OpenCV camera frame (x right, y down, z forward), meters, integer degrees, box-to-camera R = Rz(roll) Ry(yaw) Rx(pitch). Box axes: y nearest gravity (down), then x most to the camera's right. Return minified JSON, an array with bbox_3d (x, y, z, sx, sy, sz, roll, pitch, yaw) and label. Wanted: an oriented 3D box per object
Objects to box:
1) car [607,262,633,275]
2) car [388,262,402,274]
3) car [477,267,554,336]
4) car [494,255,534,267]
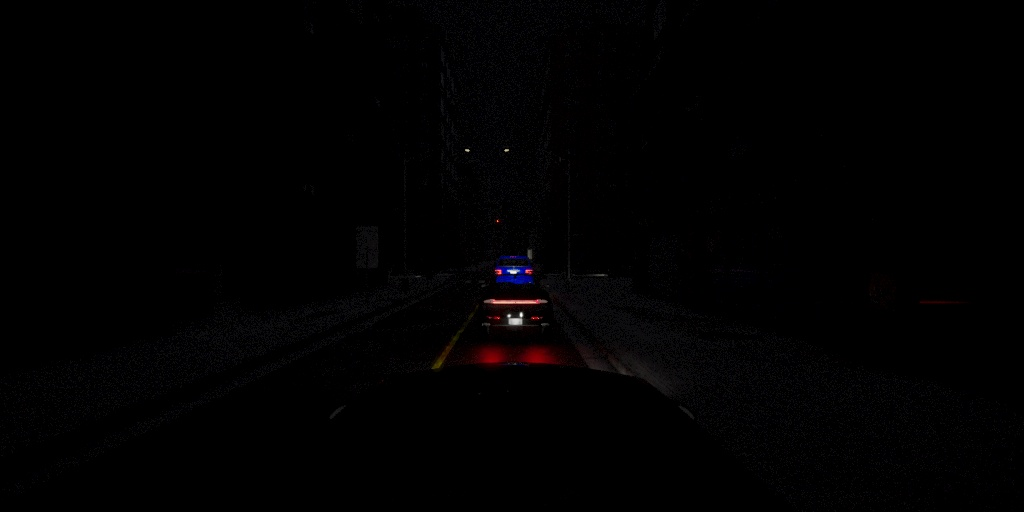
[{"bbox_3d":[12.157,1.315,37.714,4.181,1.385,1.994,0,0,0],"label":"car"},{"bbox_3d":[-14.660,1.288,40.352,4.313,1.339,1.948,0,0,0],"label":"car"},{"bbox_3d":[0.098,1.241,10.381,2.128,1.511,4.902,0,0,0],"label":"car"},{"bbox_3d":[0.102,0.971,20.693,2.150,2.045,5.566,0,0,1],"label":"car"}]
